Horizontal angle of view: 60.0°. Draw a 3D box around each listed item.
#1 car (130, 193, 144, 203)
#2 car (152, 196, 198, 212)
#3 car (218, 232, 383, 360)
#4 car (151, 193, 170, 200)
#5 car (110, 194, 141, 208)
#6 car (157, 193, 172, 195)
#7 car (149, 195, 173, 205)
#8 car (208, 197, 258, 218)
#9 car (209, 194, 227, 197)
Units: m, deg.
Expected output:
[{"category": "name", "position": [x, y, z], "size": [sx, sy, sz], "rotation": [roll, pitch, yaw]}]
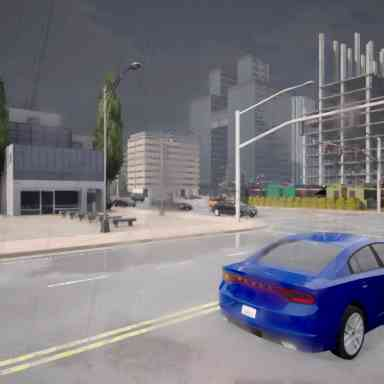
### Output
[{"category": "car", "position": [-12.114, 1.225, 70.328], "size": [2.150, 2.045, 5.566], "rotation": [0, 0, -36]}, {"category": "car", "position": [-2.059, 1.548, 38.530], "size": [2.033, 1.411, 5.357], "rotation": [0, 0, -36]}, {"category": "car", "position": [2.715, 1.478, 6.075], "size": [5.008, 1.535, 1.882], "rotation": [0, 0, -38]}, {"category": "car", "position": [-8.433, 1.153, 89.468], "size": [4.605, 1.855, 1.932], "rotation": [0, 0, -38]}, {"category": "car", "position": [-9.957, 1.504, 49.385], "size": [1.837, 1.490, 4.892], "rotation": [0, 0, -36]}, {"category": "car", "position": [-6.246, 1.352, 62.435], "size": [2.097, 1.767, 4.553], "rotation": [0, 0, -36]}, {"category": "car", "position": [-4.162, 1.526, 47.383], "size": [1.812, 1.442, 4.674], "rotation": [0, 0, -36]}, {"category": "car", "position": [3.860, 1.505, 30.423], "size": [1.837, 1.490, 4.892], "rotation": [0, 0, -36]}, {"category": "car", "position": [3.876, 1.352, 36.343], "size": [2.097, 1.767, 4.553], "rotation": [0, 0, -36]}]
